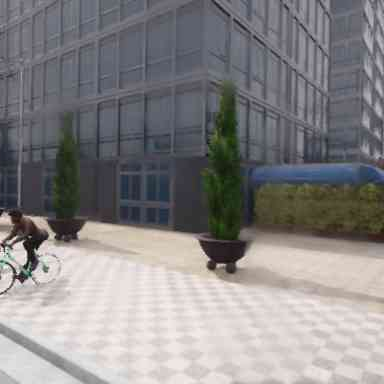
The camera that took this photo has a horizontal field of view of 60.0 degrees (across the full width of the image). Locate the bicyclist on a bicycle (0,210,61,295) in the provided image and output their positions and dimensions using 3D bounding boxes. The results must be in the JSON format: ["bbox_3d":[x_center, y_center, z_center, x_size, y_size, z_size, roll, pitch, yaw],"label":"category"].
[{"bbox_3d":[-3.386,1.174,6.684,0.582,1.620,1.656,1,1,37],"label":"bicyclist on a bicycle"}]
